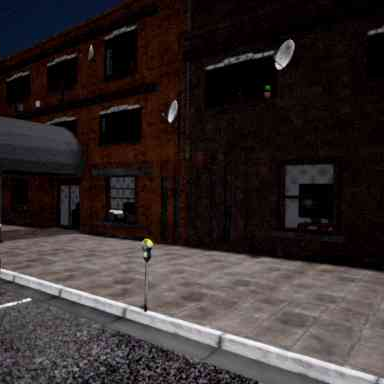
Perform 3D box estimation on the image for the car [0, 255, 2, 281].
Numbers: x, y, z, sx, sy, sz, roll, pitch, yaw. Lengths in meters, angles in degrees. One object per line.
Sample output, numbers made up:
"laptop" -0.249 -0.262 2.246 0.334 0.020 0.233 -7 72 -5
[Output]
"car" -6.359 1.502 7.894 4.892 1.490 1.837 0 0 36
